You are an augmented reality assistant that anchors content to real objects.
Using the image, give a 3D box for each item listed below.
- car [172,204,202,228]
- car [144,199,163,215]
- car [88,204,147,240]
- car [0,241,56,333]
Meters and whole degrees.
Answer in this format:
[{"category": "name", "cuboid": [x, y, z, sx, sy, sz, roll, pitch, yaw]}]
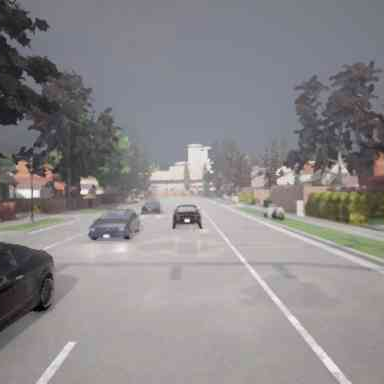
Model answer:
[{"category": "car", "cuboid": [-0.327, 1.527, 21.988, 1.812, 1.442, 4.674, -1, 0, -1]}, {"category": "car", "cuboid": [-4.113, 1.542, 34.616, 1.837, 1.490, 4.892, -1, 0, -1]}, {"category": "car", "cuboid": [-3.852, 1.584, 17.467, 2.033, 1.411, 5.357, -1, 0, -1]}, {"category": "car", "cuboid": [-3.649, 1.562, 5.095, 1.812, 1.442, 4.674, -1, 0, -1]}]
